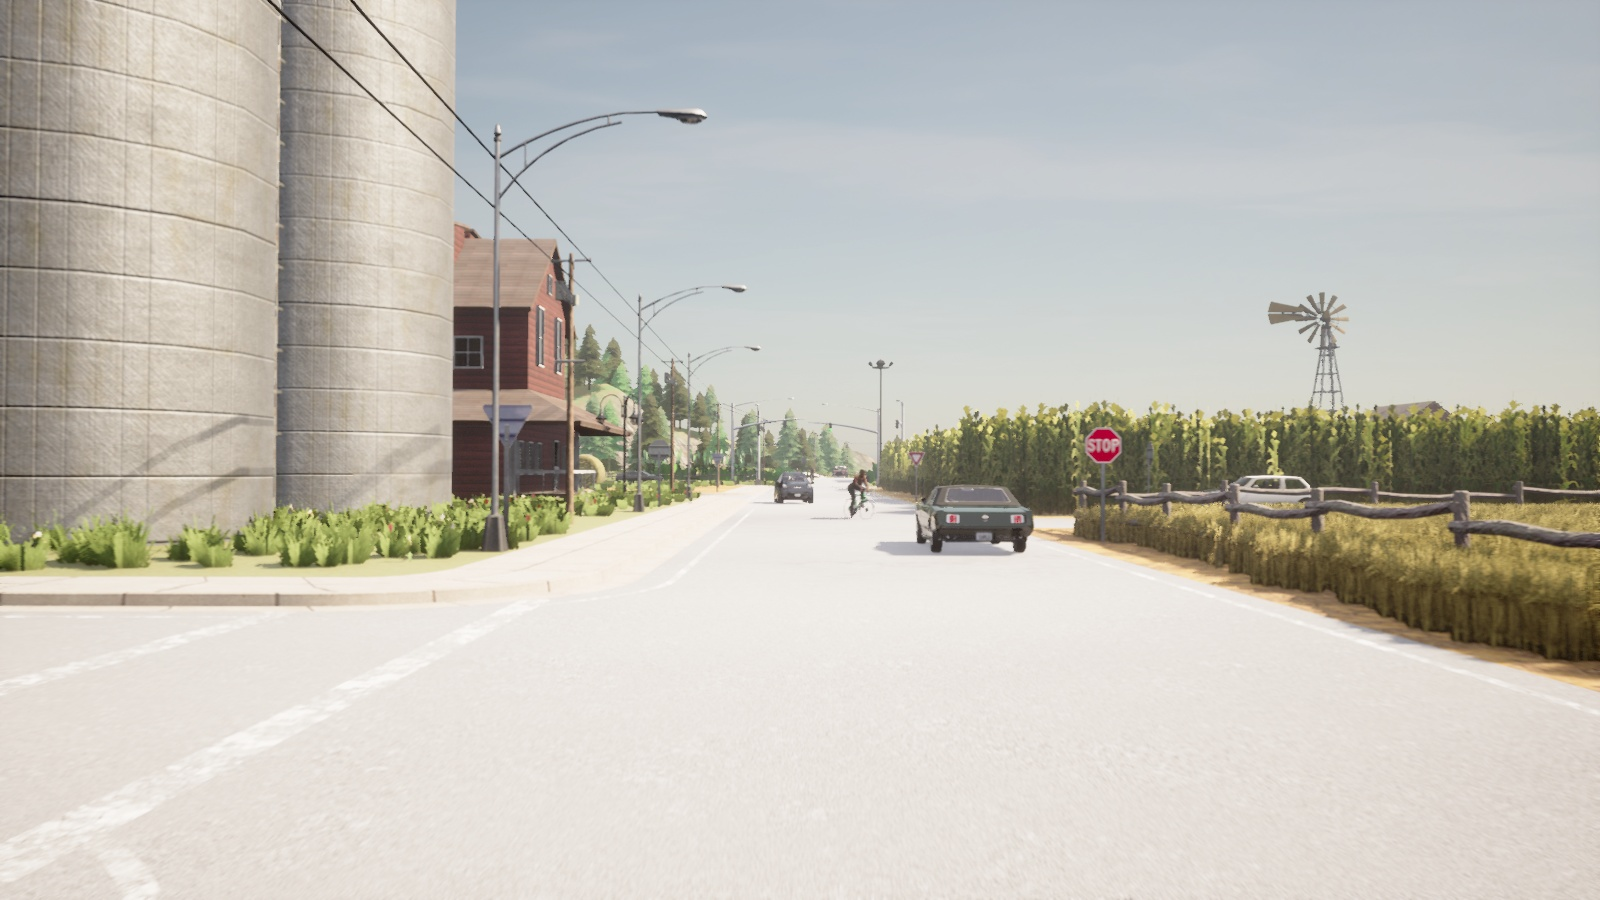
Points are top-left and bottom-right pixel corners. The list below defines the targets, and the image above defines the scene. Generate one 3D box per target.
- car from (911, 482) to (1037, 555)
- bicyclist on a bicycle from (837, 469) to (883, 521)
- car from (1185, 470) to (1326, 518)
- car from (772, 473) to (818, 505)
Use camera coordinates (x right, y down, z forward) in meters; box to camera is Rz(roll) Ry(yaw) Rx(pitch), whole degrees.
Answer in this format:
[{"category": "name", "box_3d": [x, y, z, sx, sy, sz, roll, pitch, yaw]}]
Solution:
[{"category": "car", "box_3d": [3.446, 1.331, 25.688, 1.895, 1.301, 4.718, 0, -1, 0]}, {"category": "bicyclist on a bicycle", "box_3d": [1.938, 1.439, 40.546, 0.582, 1.620, 1.656, 3, -2, -33]}, {"category": "car", "box_3d": [14.614, 1.398, 40.407, 3.806, 1.475, 1.970, 0, -1, 0]}, {"category": "car", "box_3d": [-0.265, 1.836, 60.127, 1.845, 1.501, 3.633, 0, -1, -6]}]
